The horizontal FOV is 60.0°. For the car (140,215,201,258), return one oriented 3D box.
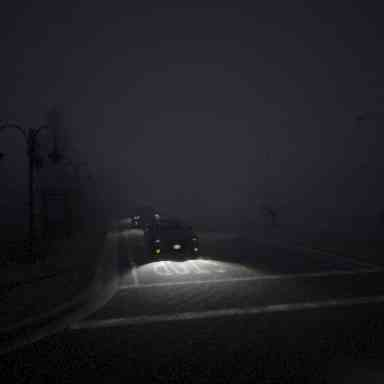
[{"bbox_3d":[-0.969,1.897,14.323,1.994,1.385,4.181,0,-1,-12],"label":"car"}]

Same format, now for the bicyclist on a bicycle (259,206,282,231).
[{"bbox_3d":[5.083,1.723,21.628,1.656,1.620,0.582,-1,-1,-12],"label":"bicyclist on a bicycle"}]

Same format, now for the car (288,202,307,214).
[{"bbox_3d":[13.615,2.168,45.462,2.152,1.636,5.027,0,-1,-12],"label":"car"}]

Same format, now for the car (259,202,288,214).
[{"bbox_3d":[10.556,2.197,44.765,2.007,1.523,4.514,0,-1,-12],"label":"car"}]

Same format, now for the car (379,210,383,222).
[{"bbox_3d":[17.305,1.790,27.168,1.970,1.475,3.806,0,-1,-12],"label":"car"}]

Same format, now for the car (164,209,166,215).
[{"bbox_3d":[-5.059,2.612,47.416,1.812,1.442,4.674,0,-1,-19],"label":"car"}]

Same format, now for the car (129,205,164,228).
[{"bbox_3d":[-3.904,2.003,27.684,2.097,1.767,4.553,0,-1,-12],"label":"car"}]
